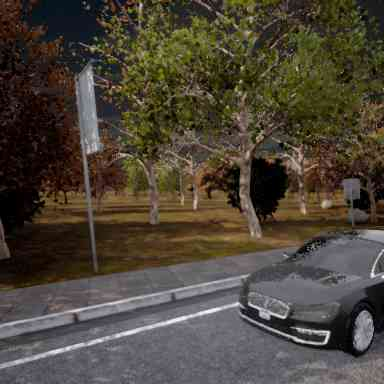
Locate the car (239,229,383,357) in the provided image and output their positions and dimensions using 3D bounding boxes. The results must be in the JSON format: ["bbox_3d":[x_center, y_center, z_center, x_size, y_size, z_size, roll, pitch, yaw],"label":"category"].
[{"bbox_3d":[3.018,1.491,6.094,4.892,1.490,1.837,0,0,-35],"label":"car"}]
